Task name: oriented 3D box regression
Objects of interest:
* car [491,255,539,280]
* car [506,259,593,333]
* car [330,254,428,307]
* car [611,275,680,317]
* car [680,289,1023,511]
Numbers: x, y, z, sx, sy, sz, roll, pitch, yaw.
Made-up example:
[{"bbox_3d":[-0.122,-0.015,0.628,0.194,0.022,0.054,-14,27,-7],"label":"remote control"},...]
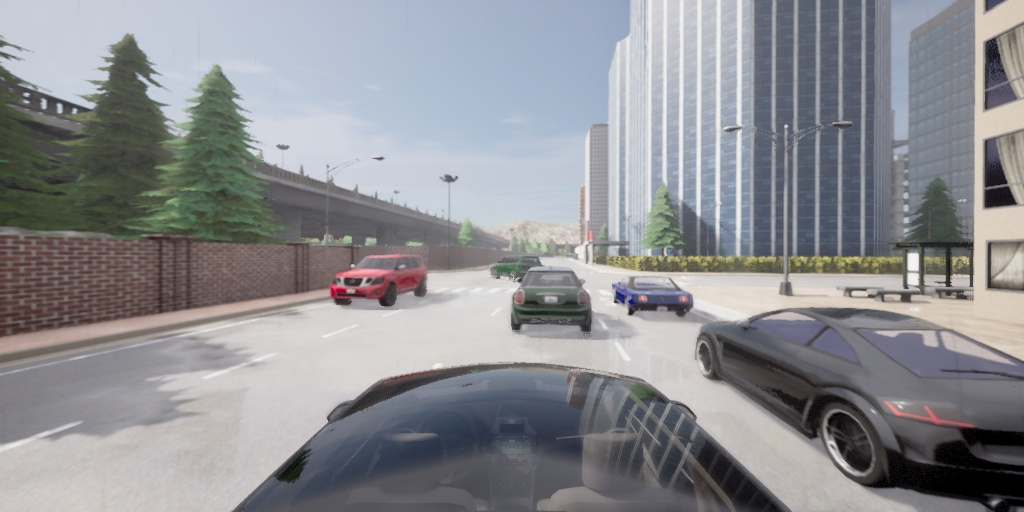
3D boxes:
[{"bbox_3d":[0.282,0.944,28.207,2.150,2.045,5.566,1,0,-27],"label":"car"},{"bbox_3d":[1.183,1.095,11.002,2.097,1.767,4.553,0,0,6],"label":"car"},{"bbox_3d":[-5.493,0.932,15.740,2.150,2.045,5.566,0,0,7],"label":"car"},{"bbox_3d":[4.916,1.353,13.299,1.895,1.301,4.718,0,0,7],"label":"car"},{"bbox_3d":[4.035,1.324,4.542,1.994,1.385,4.181,0,0,4],"label":"car"}]
